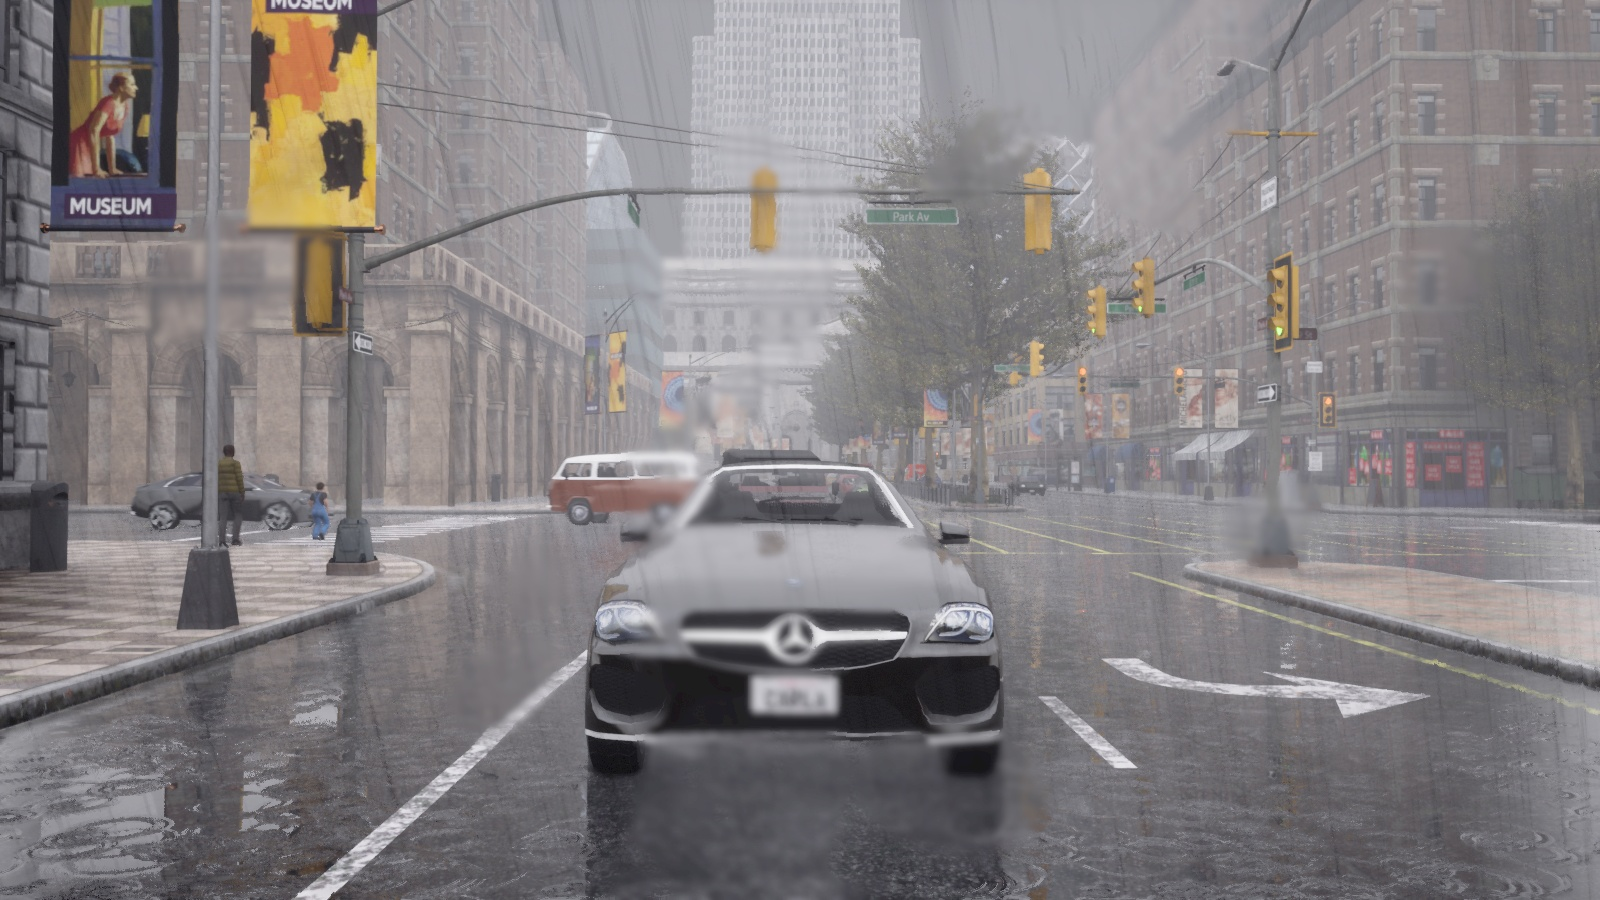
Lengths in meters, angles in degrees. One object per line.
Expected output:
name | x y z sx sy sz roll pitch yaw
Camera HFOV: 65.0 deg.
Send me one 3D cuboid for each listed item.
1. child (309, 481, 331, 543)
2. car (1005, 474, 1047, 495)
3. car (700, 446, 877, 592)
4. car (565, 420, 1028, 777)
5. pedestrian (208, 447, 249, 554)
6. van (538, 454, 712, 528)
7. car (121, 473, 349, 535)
child | -9.895 1.273 25.896 0.270 1.263 0.437 0 -1 5
car | 14.770 2.233 82.200 1.895 1.301 4.718 0 -1 0
car | -0.294 0.918 18.273 1.905 1.878 3.866 0 -1 -11
car | -0.025 0.733 8.363 2.152 1.651 5.027 0 -1 0
pedestrian | -9.990 0.879 21.968 0.370 1.835 0.726 0 -1 1
van | -4.919 1.154 35.634 4.480 2.038 2.069 0 -1 9
car | -14.436 1.369 32.286 4.902 1.511 2.128 0 -1 0
